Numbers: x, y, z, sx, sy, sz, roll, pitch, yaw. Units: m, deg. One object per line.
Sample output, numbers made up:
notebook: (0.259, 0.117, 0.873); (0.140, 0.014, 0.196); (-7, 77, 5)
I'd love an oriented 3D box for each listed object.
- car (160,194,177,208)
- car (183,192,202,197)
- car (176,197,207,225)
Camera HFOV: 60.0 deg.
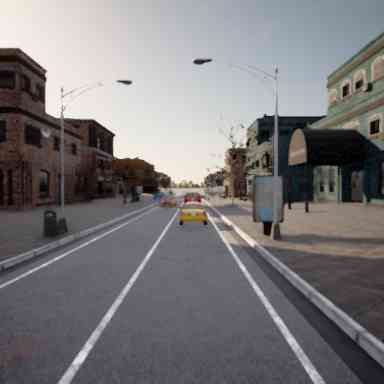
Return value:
car: (-3.102, 1.117, 44.317); (2.097, 1.767, 4.553); (0, 1, 0)
car: (0.079, 1.003, 42.007); (2.150, 2.045, 5.566); (0, 0, 0)
car: (0.088, 1.361, 23.417); (1.801, 1.575, 5.366); (0, 0, 0)
